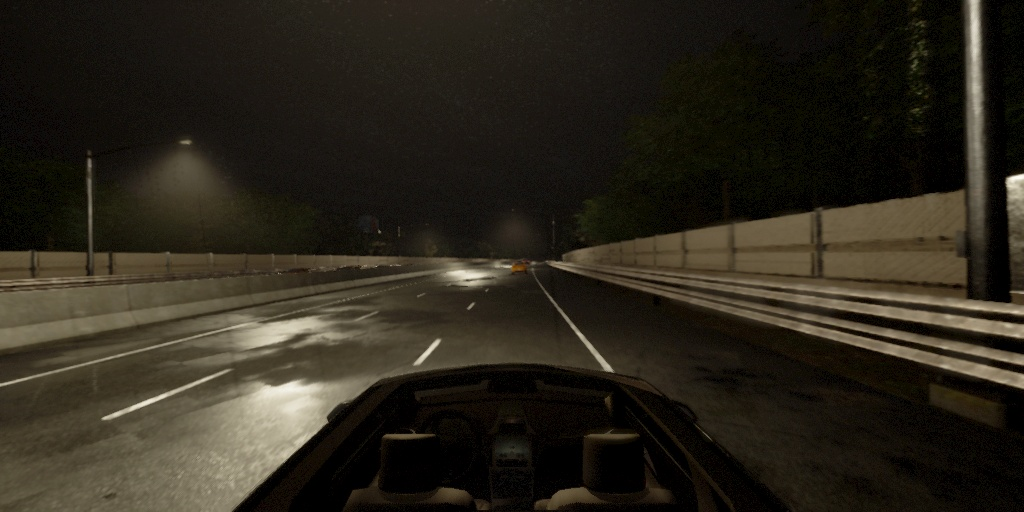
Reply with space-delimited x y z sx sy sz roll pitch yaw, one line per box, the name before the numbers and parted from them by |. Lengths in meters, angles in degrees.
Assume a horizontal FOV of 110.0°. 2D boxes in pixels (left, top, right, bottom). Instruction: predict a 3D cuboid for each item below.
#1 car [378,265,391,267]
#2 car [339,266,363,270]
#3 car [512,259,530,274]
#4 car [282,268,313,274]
car | -16.577 1.934 46.262 1.812 1.442 4.674 -1 0 3
car | -20.157 1.956 44.472 1.882 1.535 5.008 -1 0 3
car | 0.977 1.468 45.683 1.882 1.535 5.008 -1 -1 3
car | -23.854 2.057 39.778 1.812 1.442 4.674 -1 0 3
